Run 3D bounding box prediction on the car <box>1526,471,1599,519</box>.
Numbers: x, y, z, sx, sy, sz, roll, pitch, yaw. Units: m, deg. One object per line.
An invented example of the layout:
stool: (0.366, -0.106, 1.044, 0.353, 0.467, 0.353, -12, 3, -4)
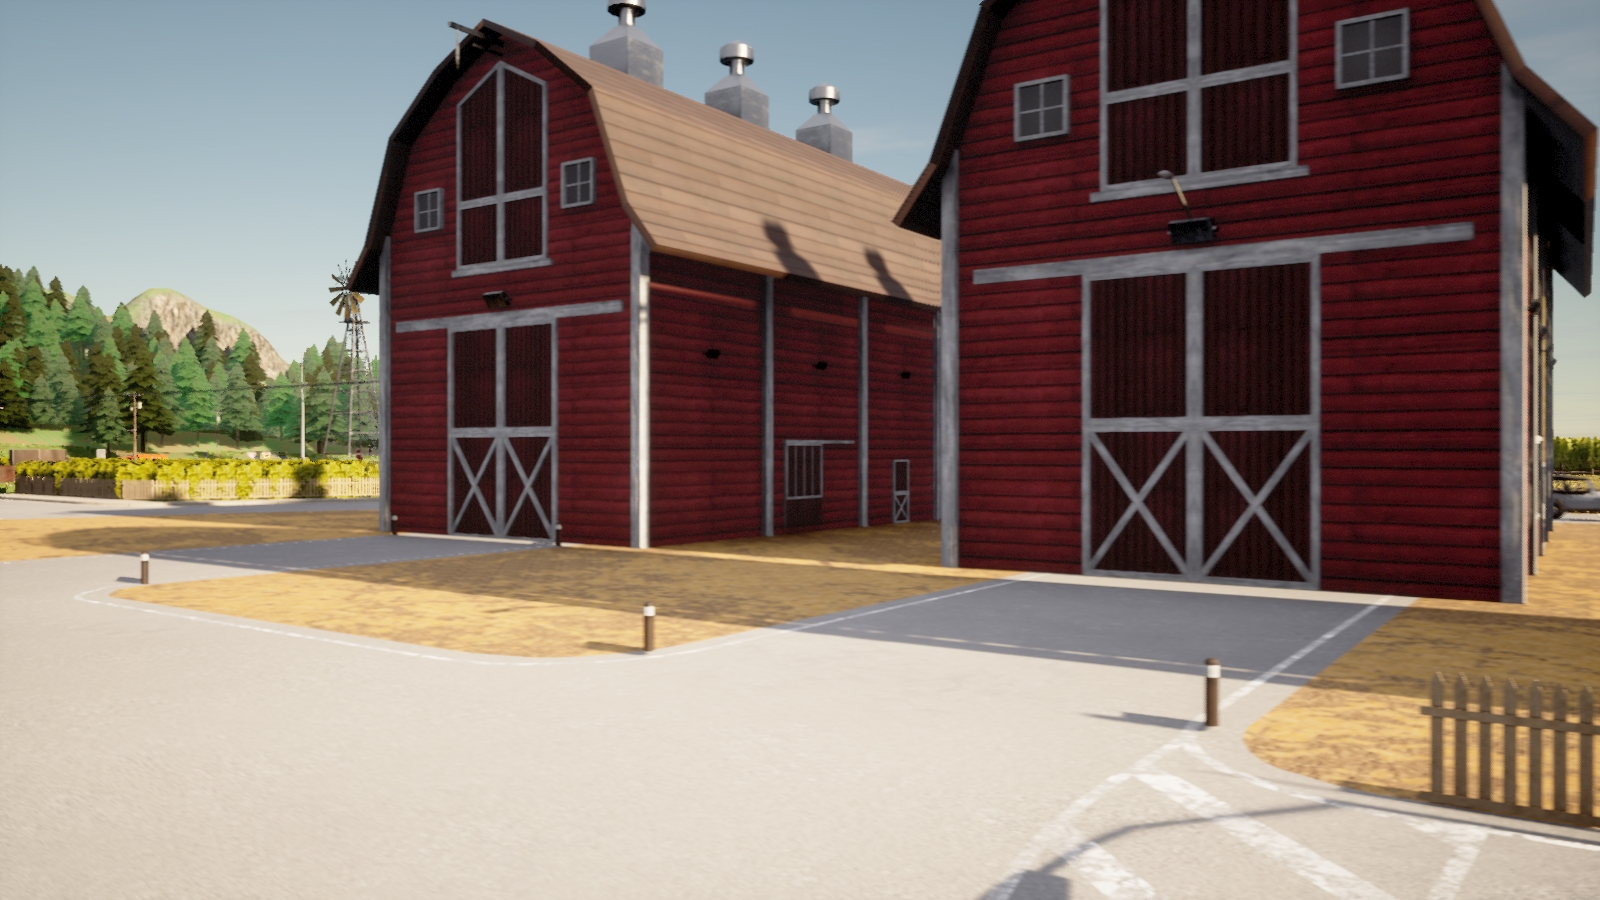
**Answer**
car: (32.639, 1.857, 47.652, 3.866, 1.878, 1.905, 0, 0, 37)
